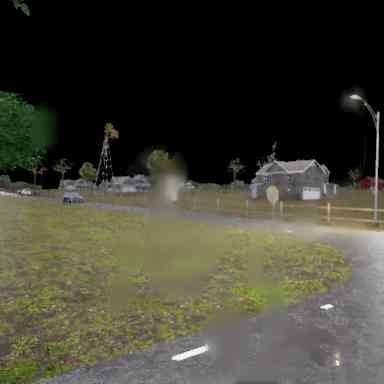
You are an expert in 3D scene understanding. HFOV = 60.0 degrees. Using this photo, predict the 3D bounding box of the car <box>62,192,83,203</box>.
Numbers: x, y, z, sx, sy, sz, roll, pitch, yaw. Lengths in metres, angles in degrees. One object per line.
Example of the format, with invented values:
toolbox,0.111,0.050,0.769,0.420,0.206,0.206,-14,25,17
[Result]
car,-18.401,0.785,51.377,2.097,1.767,4.553,2,-1,-36
